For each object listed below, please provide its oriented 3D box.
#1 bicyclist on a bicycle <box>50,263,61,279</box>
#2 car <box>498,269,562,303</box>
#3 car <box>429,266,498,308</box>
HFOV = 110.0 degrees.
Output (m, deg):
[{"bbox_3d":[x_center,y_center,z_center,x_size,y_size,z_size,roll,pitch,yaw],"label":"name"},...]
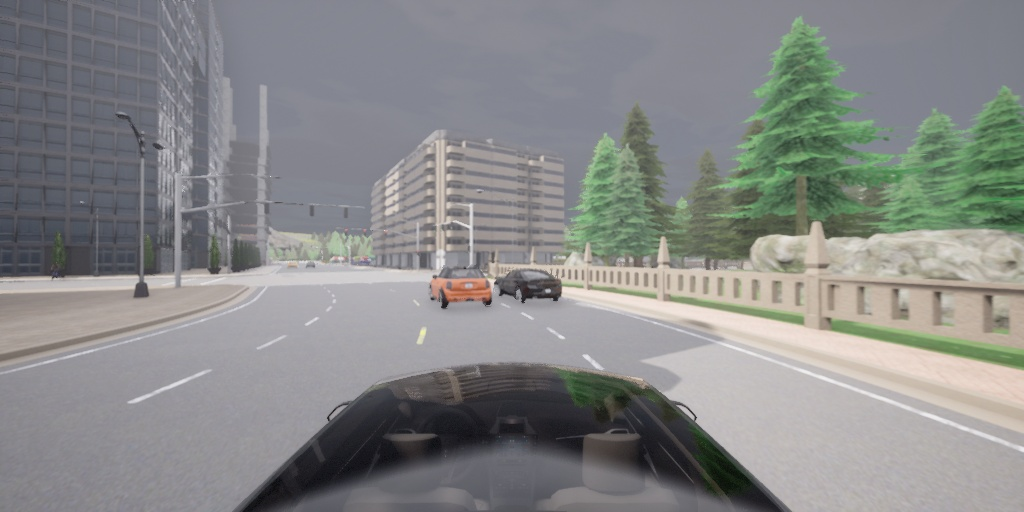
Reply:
[{"bbox_3d":[-45.567,1.512,35.811,0.582,1.620,1.656,0,0,-32],"label":"bicyclist on a bicycle"},{"bbox_3d":[0.659,1.377,17.868,1.882,1.535,5.008,0,0,-22],"label":"car"},{"bbox_3d":[-2.465,1.240,16.301,2.097,1.767,4.553,0,-1,-21],"label":"car"}]
